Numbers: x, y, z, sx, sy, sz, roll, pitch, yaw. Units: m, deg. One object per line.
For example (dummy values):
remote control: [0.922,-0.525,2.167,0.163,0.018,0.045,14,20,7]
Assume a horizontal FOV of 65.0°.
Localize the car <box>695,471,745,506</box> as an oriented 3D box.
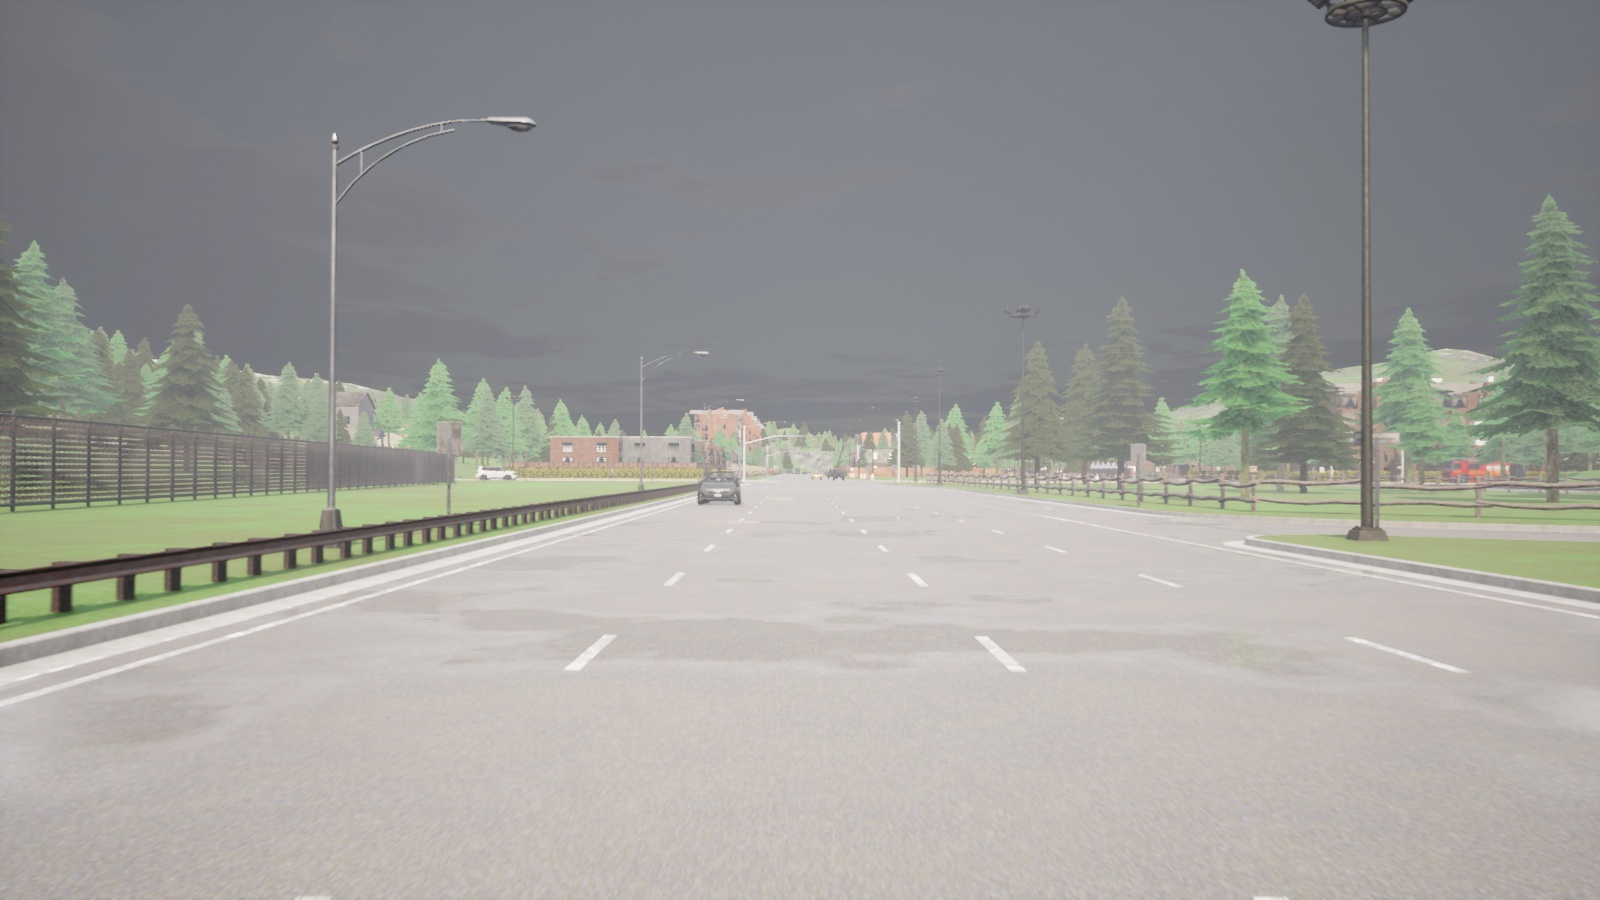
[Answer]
car: [-3.639,1.742,57.702,2.007,1.525,4.514,0,-1,0]
